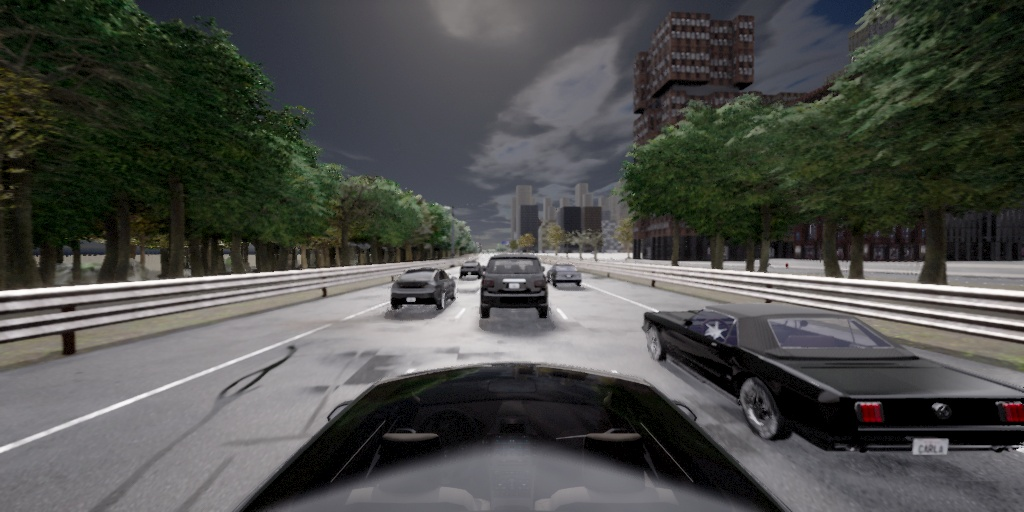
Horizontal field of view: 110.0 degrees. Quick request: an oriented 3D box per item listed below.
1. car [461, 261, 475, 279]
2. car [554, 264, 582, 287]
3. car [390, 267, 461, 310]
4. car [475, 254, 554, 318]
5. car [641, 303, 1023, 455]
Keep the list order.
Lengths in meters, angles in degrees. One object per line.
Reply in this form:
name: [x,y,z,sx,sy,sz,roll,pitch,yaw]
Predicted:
car: [-3.643,1.219,32.722,1.837,1.490,4.892,0,0,-1]
car: [3.464,1.273,24.572,2.033,1.411,5.357,0,0,-1]
car: [-3.454,1.245,14.641,1.837,1.490,4.892,0,0,0]
car: [0.070,0.962,13.141,2.150,2.045,5.566,0,0,0]
car: [3.589,1.348,5.295,1.895,1.301,4.718,0,0,0]
